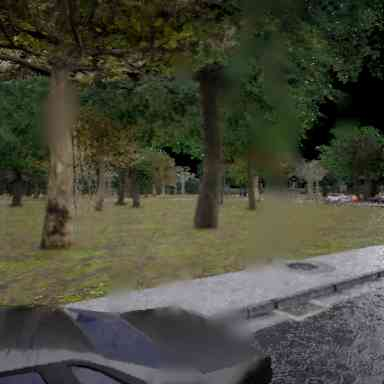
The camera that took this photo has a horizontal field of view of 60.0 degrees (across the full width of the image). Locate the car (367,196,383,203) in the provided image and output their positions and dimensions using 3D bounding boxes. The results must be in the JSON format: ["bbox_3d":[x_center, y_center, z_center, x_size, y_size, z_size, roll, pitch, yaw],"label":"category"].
[{"bbox_3d":[38.124,1.547,67.757,2.033,1.411,5.357,0,0,-12],"label":"car"}]

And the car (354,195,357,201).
[{"bbox_3d":[38.423,1.329,81.794,2.097,1.767,4.553,0,0,-12],"label":"car"}]

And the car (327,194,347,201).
[{"bbox_3d":[35.246,1.315,81.110,2.097,1.767,4.553,0,0,-12],"label":"car"}]

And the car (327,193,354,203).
[{"bbox_3d":[30.938,1.317,70.246,2.150,2.045,5.566,0,0,-12],"label":"car"}]

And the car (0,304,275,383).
[{"bbox_3d":[-1.786,1.547,1.794,5.357,1.411,2.033,0,0,-36],"label":"car"}]
